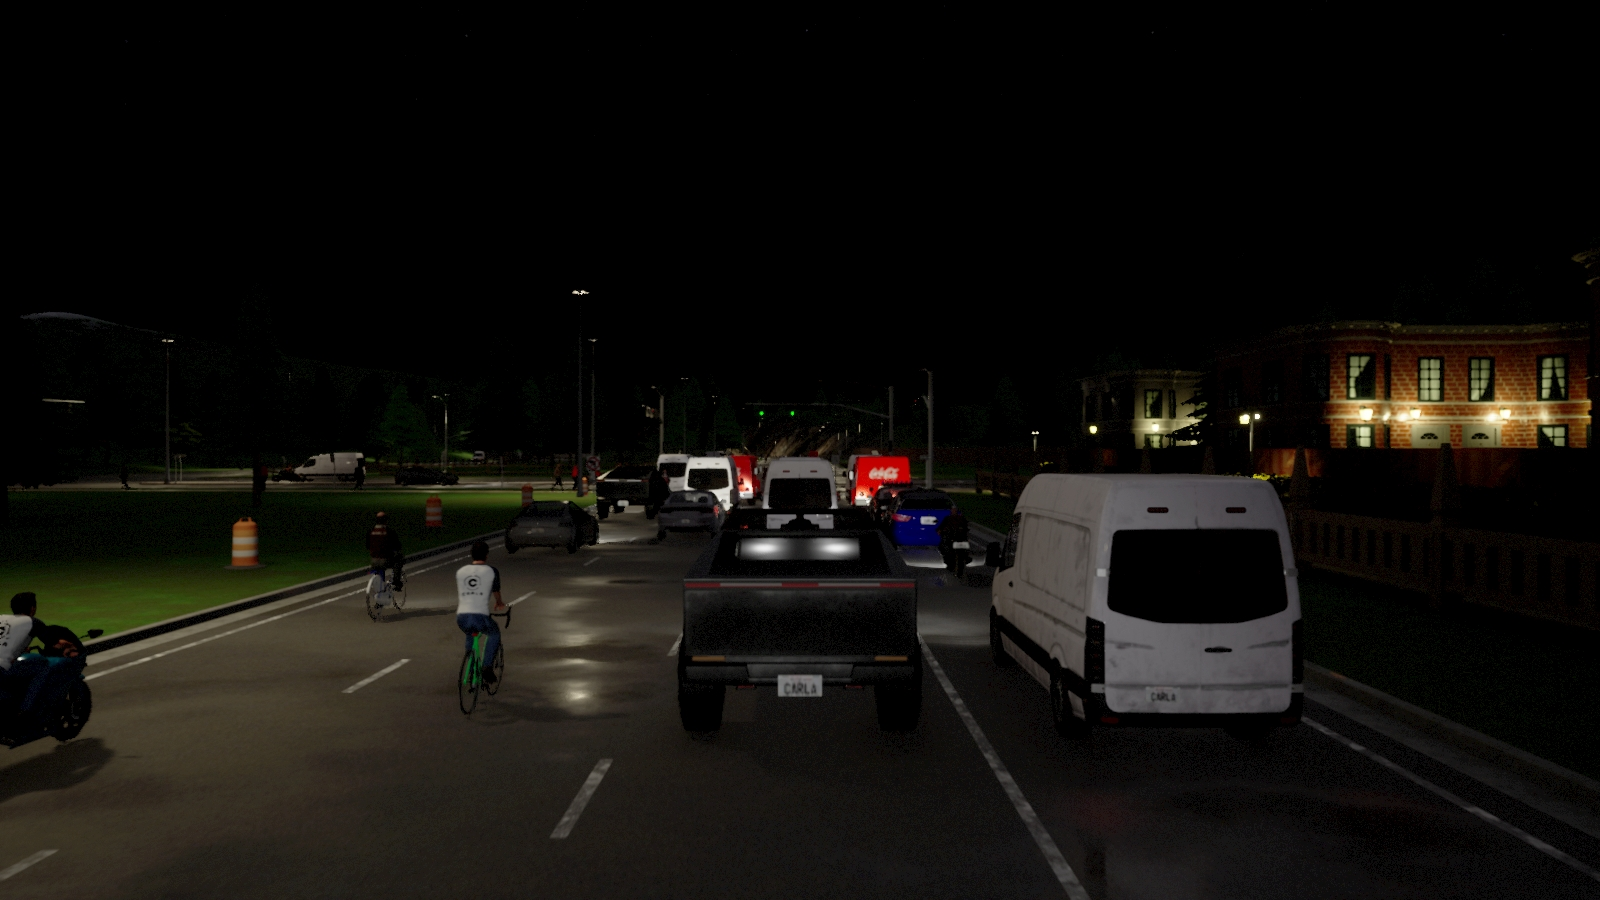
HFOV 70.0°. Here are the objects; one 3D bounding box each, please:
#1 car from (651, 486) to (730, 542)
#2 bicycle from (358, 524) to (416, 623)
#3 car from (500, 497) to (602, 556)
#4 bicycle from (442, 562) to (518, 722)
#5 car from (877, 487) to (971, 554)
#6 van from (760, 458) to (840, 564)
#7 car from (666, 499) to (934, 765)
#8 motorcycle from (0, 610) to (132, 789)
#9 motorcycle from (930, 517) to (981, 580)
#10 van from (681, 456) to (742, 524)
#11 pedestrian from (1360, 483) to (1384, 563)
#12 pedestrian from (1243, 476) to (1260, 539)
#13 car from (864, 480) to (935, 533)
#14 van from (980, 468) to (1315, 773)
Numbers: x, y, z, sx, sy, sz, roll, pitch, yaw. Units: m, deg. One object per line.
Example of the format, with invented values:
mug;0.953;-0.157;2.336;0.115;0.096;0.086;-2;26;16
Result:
car;-3.495;2.033;37.443;2.097;1.535;5.006;0;0;0
bicycle;-7.004;2.059;19.441;0.329;1.471;1.835;0;1;0
car;-6.998;2.118;32.495;1.994;1.385;4.181;0;0;0
bicycle;-3.499;2.055;12.581;0.373;1.496;1.643;0;0;0
car;3.501;1.966;33.158;2.242;1.667;4.611;0;0;0
van;-0.003;1.533;31.162;1.988;2.561;5.915;0;0;0
car;0.001;1.753;13.299;2.390;2.098;6.274;0;0;0
motorcycle;-6.999;2.187;10.259;0.803;1.199;2.033;0;0;0
motorcycle;3.501;2.204;25.891;0.867;1.251;2.209;0;0;0
van;-3.504;1.533;46.312;1.988;2.561;5.915;0;0;0
pedestrian;13.372;1.695;26.706;0.375;1.860;0.375;0;0;0
pedestrian;13.462;1.695;34.051;0.375;1.860;0.375;0;0;1
car;3.501;1.981;41.006;2.097;1.638;5.238;0;0;0
van;3.497;1.534;12.927;1.988;2.561;5.915;0;0;0
